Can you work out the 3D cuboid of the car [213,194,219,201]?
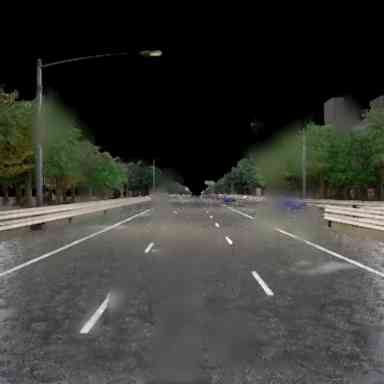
[{"bbox_3d":[7.003,1.444,82.590,1.812,1.442,4.674,0,0,0],"label":"car"}]

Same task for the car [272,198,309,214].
[{"bbox_3d":[10.712,1.422,36.580,1.882,1.535,5.008,0,0,-17],"label":"car"}]

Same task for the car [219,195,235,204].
[{"bbox_3d":[6.946,1.344,62.889,1.882,1.535,5.008,0,0,-3],"label":"car"}]
